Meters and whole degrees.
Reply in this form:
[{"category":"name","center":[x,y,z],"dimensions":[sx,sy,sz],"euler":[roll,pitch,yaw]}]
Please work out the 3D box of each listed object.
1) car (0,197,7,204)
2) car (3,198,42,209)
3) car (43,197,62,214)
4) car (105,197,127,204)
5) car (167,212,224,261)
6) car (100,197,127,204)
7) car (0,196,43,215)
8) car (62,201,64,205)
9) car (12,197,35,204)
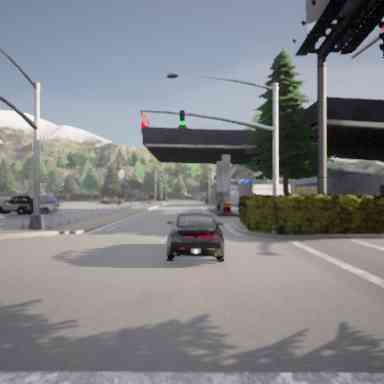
[{"category":"car","center":[-42.541,1.820,72.215],"dimensions":[3.633,1.501,1.845],"euler":[0,0,-1]},{"category":"car","center":[-24.024,1.591,47.358],"dimensions":[4.514,1.523,2.007],"euler":[0,0,-1]},{"category":"car","center":[-16.183,1.578,34.986],"dimensions":[3.806,1.475,1.970],"euler":[0,0,-1]},{"category":"car","center":[-16.508,1.787,72.378],"dimensions":[4.514,1.523,2.007],"euler":[0,0,-1]},{"category":"car","center":[0.122,1.518,12.303],"dimensions":[1.837,1.490,4.892],"euler":[1,0,0]},{"category":"car","center":[-16.437,1.758,69.241],"dimensions":[5.027,1.636,2.152],"euler":[0,0,-1]},{"category":"car","center":[-16.775,1.273,31.659],"dimensions":[3.866,1.878,1.905],"euler":[0,0,-1]},{"category":"car","center":[-24.041,1.674,57.351],"dimensions":[3.633,1.501,1.845],"euler":[0,0,-1]},{"category":"car","center":[-35.103,1.813,69.278],"dimensions":[3.806,1.475,1.970],"euler":[0,0,-1]}]
